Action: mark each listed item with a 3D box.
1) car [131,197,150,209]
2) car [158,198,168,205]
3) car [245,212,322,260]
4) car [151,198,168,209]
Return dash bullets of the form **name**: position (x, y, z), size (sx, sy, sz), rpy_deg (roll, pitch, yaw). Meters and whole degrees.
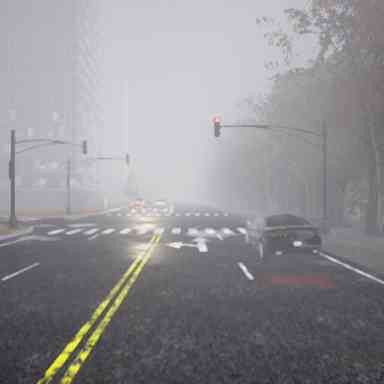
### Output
- **car**: position (-8.014, 1.603, 50.378), size (2.097, 1.767, 4.553), rpy_deg (0, 0, -3)
- **car**: position (-5.691, 1.861, 66.277), size (1.812, 1.442, 4.674), rpy_deg (0, 0, -4)
- **car**: position (3.252, 1.501, 12.700), size (1.882, 1.535, 5.008), rpy_deg (-3, -2, 0)
- **car**: position (-4.764, 1.776, 50.460), size (1.812, 1.442, 4.674), rpy_deg (0, 0, -3)
